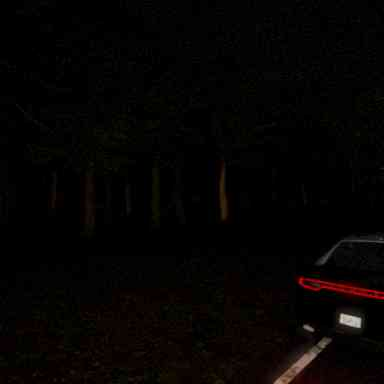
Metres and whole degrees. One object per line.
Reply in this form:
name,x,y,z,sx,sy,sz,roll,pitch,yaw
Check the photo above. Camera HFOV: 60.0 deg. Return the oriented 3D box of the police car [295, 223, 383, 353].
police car,3.724,1.424,6.140,1.930,1.638,5.238,0,0,42
